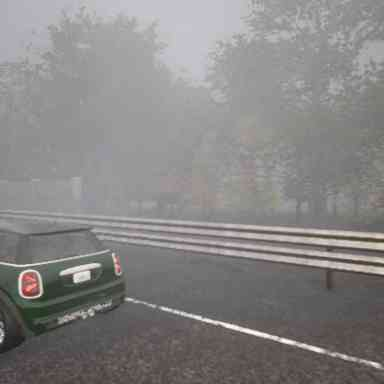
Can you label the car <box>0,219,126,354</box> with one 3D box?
[{"bbox_3d":[-3.444,1.333,6.375,4.553,1.767,2.097,0,0,35],"label":"car"}]
